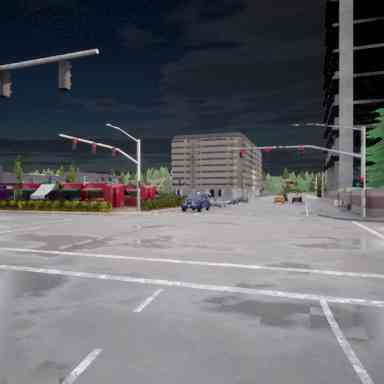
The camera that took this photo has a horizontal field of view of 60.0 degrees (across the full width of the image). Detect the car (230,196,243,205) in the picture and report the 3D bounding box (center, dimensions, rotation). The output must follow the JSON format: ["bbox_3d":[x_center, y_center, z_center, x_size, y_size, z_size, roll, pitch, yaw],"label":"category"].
[{"bbox_3d":[6.807,1.491,57.658,2.128,1.511,4.902,0,0,19],"label":"car"}]

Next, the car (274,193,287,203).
[{"bbox_3d":[18.161,1.478,68.999,1.882,1.535,5.008,0,0,19],"label":"car"}]

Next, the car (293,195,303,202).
[{"bbox_3d":[24.658,1.525,77.345,2.128,1.511,4.902,0,0,19],"label":"car"}]

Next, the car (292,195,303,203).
[{"bbox_3d":[21.376,1.478,67.598,1.882,1.535,5.008,0,0,19],"label":"car"}]

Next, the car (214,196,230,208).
[{"bbox_3d":[3.693,1.601,48.537,1.895,1.301,4.718,0,0,19],"label":"car"}]

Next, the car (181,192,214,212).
[{"bbox_3d":[0.554,1.221,39.292,2.150,2.045,5.566,0,0,19],"label":"car"}]

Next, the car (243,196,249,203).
[{"bbox_3d":[10.270,1.547,67.649,2.033,1.411,5.357,0,0,19],"label":"car"}]

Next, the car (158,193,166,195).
[{"bbox_3d":[-8.052,1.209,81.411,4.605,1.855,1.932,0,0,19],"label":"car"}]
